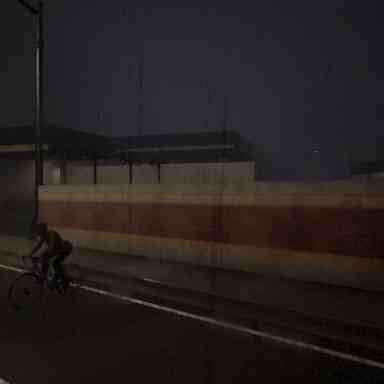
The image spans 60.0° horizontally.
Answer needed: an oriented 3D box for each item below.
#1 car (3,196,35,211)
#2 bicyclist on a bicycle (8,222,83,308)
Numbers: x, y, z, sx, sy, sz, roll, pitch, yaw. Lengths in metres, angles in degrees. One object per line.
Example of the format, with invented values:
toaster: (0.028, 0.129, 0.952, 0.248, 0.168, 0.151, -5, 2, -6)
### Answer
car: (-18.622, 1.274, 37.482, 2.242, 1.667, 4.611, 0, 0, 36)
bicyclist on a bicycle: (-2.931, 1.434, 6.821, 0.582, 1.620, 1.656, 0, 1, 35)
